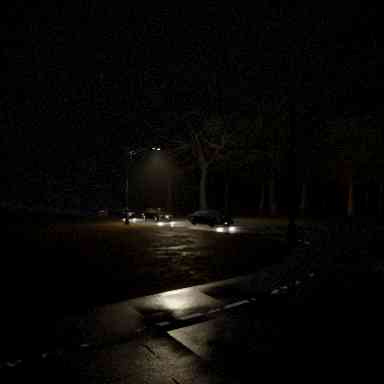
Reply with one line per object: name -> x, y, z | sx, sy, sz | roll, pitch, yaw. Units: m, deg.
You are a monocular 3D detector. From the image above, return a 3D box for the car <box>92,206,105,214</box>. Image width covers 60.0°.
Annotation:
car -> -18.663, 3.587, 67.118 | 2.128, 1.511, 4.902 | 1, -2, -33

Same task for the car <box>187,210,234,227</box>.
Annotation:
car -> 1.478, 2.283, 29.645 | 2.033, 1.411, 5.357 | 0, -2, -30

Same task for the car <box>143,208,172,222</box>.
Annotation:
car -> -4.020, 2.581, 38.010 | 1.837, 1.490, 4.892 | 1, -2, -33

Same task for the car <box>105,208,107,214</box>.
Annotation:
car -> -13.169, 3.373, 58.746 | 1.994, 1.385, 4.181 | 1, -2, -33

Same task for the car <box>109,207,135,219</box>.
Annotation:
car -> -9.597, 2.898, 46.550 | 2.128, 1.511, 4.902 | 1, -2, -33
